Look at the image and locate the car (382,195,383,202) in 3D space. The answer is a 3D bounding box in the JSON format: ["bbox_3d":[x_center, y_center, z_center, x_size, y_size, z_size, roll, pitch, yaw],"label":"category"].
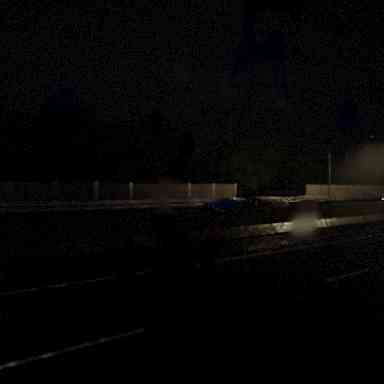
[{"bbox_3d":[37.048,0.824,60.888,5.566,2.045,2.150,-1,0,-36],"label":"car"}]

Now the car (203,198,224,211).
[{"bbox_3d":[3.436,1.414,36.586,5.008,1.535,1.882,-1,0,-36],"label":"car"}]

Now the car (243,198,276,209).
[{"bbox_3d":[7.598,1.478,30.963,5.357,1.411,2.033,-1,0,-36],"label":"car"}]

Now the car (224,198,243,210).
[{"bbox_3d":[5.996,1.432,34.116,4.892,1.490,1.837,-1,1,-36],"label":"car"}]

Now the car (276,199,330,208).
[{"bbox_3d":[9.745,1.405,28.192,5.008,1.535,1.882,-1,0,-36],"label":"car"}]
